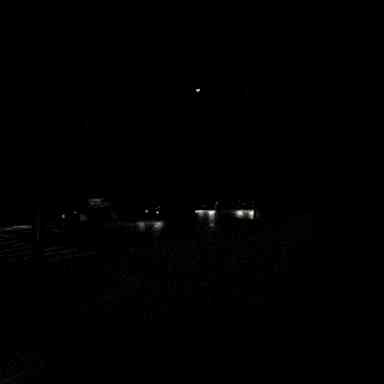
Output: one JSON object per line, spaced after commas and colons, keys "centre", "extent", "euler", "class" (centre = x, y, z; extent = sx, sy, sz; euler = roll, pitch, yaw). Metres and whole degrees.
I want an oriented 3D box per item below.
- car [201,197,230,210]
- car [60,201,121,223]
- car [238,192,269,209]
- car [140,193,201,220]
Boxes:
{"centre": [2.796, 1.367, 40.047], "extent": [1.837, 1.490, 4.892], "euler": [0, 0, 35], "class": "car"}
{"centre": [-7.626, 1.427, 25.358], "extent": [2.128, 1.511, 4.902], "euler": [0, 0, 35], "class": "car"}
{"centre": [7.769, 1.058, 41.421], "extent": [2.150, 2.045, 5.566], "euler": [0, 0, 35], "class": "car"}
{"centre": [-1.886, 1.132, 27.815], "extent": [2.150, 2.045, 5.566], "euler": [0, 0, 36], "class": "car"}
